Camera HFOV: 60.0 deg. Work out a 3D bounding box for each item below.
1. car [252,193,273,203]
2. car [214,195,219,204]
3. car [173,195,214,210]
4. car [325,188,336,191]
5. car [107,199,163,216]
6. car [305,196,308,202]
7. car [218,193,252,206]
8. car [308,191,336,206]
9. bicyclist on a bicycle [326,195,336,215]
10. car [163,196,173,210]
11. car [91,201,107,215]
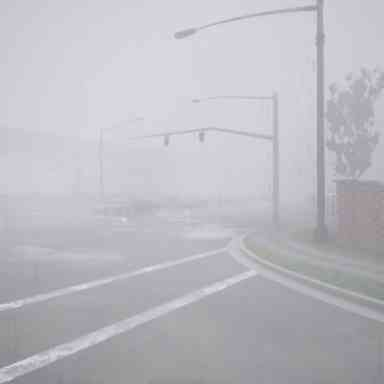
[{"bbox_3d":[12.277,0.938,54.991,1.837,1.490,4.892,0,1,37],"label":"car"},{"bbox_3d":[3.069,1.144,48.650,1.882,1.535,5.008,0,1,37],"label":"car"},{"bbox_3d":[0.251,1.333,39.123,1.812,1.442,4.674,0,1,37],"label":"car"},{"bbox_3d":[25.767,0.345,60.992,2.150,2.045,5.566,0,1,37],"label":"car"},{"bbox_3d":[-5.325,1.433,31.735,1.837,1.490,4.892,0,1,36],"label":"car"},{"bbox_3d":[19.585,0.947,52.796,1.895,1.301,4.718,0,1,37],"label":"car"},{"bbox_3d":[6.166,1.244,46.950,1.895,1.301,4.718,0,1,37],"label":"car"},{"bbox_3d":[17.423,1.033,44.114,1.812,1.442,4.674,0,1,37],"label":"car"},{"bbox_3d":[11.762,1.082,27.003,1.656,1.620,0.582,-1,0,37],"label":"bicyclist on a bicycle"},{"bbox_3d":[-2.660,1.331,41.072,1.837,1.490,4.892,0,1,37],"label":"car"},{"bbox_3d":[-8.056,1.470,33.922,1.812,1.442,4.674,0,0,37],"label":"car"}]
